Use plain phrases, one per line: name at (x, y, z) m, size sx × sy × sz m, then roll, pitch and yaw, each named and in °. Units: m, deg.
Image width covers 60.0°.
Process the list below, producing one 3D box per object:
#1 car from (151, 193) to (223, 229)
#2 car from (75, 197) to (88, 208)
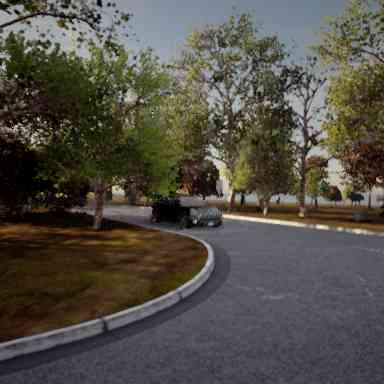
car at (-0.369, 0.937, 17.962) m, size 2.097 × 1.767 × 4.553 m, roll 1°, pitch 0°, yaw -35°
car at (-12.274, 0.758, 31.644) m, size 5.008 × 1.535 × 1.882 m, roll 0°, pitch -1°, yaw 20°
